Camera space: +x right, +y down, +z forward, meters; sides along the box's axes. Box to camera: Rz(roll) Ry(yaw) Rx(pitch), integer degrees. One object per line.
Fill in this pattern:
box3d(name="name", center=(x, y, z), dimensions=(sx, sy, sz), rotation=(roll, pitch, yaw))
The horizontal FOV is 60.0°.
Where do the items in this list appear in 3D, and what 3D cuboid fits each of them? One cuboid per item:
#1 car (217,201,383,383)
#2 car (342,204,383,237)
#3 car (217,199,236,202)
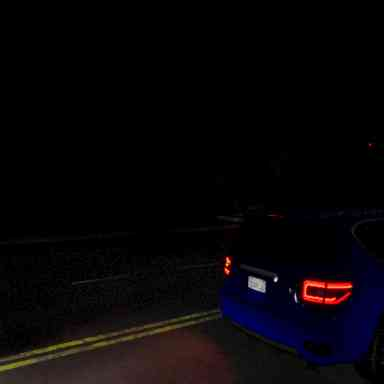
box3d(name="car", center=(3.043, 1.221, 5.526), dimensions=(5.566, 2.045, 2.150), rotation=(0, 0, -33))
box3d(name="car", center=(9.698, 1.525, 19.010), dimensions=(1.812, 1.442, 4.674), rotation=(1, 0, 22))
box3d(name="car", center=(3.956, 1.477, 35.694), dimensions=(1.882, 1.535, 5.008), rotation=(0, 0, -31))
